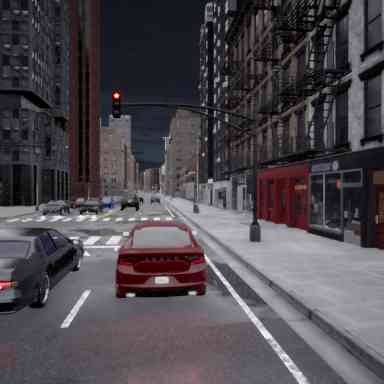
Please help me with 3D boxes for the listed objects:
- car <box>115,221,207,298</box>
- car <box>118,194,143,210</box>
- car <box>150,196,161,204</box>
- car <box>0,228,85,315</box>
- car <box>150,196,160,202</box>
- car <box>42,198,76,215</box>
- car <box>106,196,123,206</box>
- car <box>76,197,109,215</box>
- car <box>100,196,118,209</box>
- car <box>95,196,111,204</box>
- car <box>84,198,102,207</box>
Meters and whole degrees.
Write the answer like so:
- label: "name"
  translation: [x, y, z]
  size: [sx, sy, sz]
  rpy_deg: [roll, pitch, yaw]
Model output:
- label: "car"
  translation: [-0.808, 1.477, 8.605]
  size: [1.882, 1.535, 5.008]
  rpy_deg: [0, 0, -6]
- label: "car"
  translation: [-7.845, 1.238, 42.737]
  size: [2.150, 2.045, 5.566]
  rpy_deg: [0, 0, -7]
- label: "car"
  translation: [-7.146, 1.531, 65.196]
  size: [1.837, 1.490, 4.892]
  rpy_deg: [0, 0, -6]
- label: "car"
  translation: [-3.914, 1.547, 7.734]
  size: [2.033, 1.411, 5.357]
  rpy_deg: [0, 0, -6]
- label: "car"
  translation: [-8.412, 1.571, 75.498]
  size: [2.033, 1.411, 5.357]
  rpy_deg: [0, 0, -6]
- label: "car"
  translation: [-13.585, 1.515, 33.664]
  size: [1.837, 1.490, 4.892]
  rpy_deg: [0, 0, -6]
- label: "car"
  translation: [-12.674, 1.513, 54.760]
  size: [2.128, 1.511, 4.902]
  rpy_deg: [0, 0, -6]
- label: "car"
  translation: [-10.468, 1.558, 35.001]
  size: [2.033, 1.411, 5.357]
  rpy_deg: [0, 0, -6]
- label: "car"
  translation: [-11.544, 1.494, 44.644]
  size: [1.882, 1.535, 5.008]
  rpy_deg: [0, 0, -6]
- label: "car"
  translation: [-16.878, 1.517, 63.248]
  size: [2.128, 1.511, 4.902]
  rpy_deg: [0, 0, -6]
- label: "car"
  translation: [-15.770, 1.622, 53.182]
  size: [1.895, 1.301, 4.718]
  rpy_deg: [0, 0, -6]
